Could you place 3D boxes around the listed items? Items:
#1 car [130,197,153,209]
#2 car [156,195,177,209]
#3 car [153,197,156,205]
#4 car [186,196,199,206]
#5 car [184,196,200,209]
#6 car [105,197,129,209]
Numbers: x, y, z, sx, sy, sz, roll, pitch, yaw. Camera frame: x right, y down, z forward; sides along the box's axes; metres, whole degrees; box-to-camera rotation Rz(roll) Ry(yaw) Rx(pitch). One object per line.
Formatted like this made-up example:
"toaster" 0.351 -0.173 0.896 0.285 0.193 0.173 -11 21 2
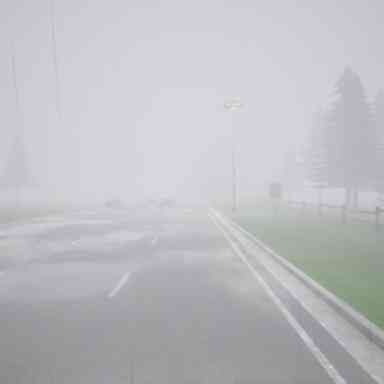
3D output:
"car" -6.978 1.527 46.209 1.812 1.442 4.674 0 0 0
"car" -3.481 1.507 45.807 1.837 1.490 4.892 0 0 0
"car" -6.961 1.566 56.729 1.994 1.385 4.181 0 0 0
"car" 0.033 1.493 55.998 2.128 1.511 4.902 0 0 0
"car" 0.021 1.526 45.777 1.812 1.442 4.674 0 0 0
"car" -10.478 1.480 45.637 1.882 1.535 5.008 0 0 0
